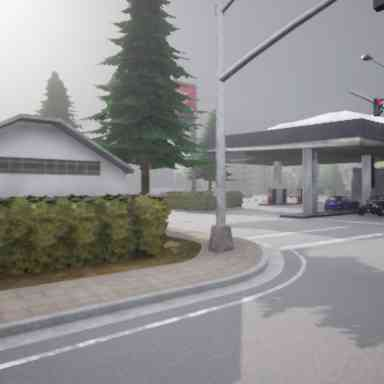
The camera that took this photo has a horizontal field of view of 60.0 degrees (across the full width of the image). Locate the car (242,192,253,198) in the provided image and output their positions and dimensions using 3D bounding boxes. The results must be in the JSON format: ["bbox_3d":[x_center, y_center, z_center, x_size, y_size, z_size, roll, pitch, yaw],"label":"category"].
[{"bbox_3d":[13.426,0.881,84.841,1.845,1.501,3.633,-1,0,-36],"label":"car"}]

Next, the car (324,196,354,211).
[{"bbox_3d":[16.417,1.230,36.136,4.611,1.667,2.242,-1,0,-36],"label":"car"}]

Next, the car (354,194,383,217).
[{"bbox_3d":[16.247,1.094,29.005,3.866,1.878,1.905,-1,0,-36],"label":"car"}]

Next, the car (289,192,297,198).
[{"bbox_3d":[27.518,0.805,85.620,2.152,1.636,5.027,-1,0,-36],"label":"car"}]

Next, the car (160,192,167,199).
[{"bbox_3d":[-5.158,0.823,72.222,1.932,1.855,4.605,-1,0,-36],"label":"car"}]

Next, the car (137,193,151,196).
[{"bbox_3d":[-12.864,0.858,88.117,2.152,1.636,5.027,-1,0,-36],"label":"car"}]
